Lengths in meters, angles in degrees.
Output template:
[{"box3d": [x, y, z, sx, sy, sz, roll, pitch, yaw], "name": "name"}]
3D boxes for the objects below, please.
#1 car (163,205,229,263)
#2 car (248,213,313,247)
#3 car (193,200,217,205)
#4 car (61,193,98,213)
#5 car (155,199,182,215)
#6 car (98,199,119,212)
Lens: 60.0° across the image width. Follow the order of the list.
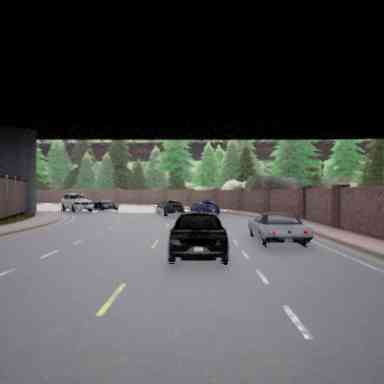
[{"box3d": [0.218, 1.466, 11.888, 1.882, 1.535, 5.008, 0, 0, 1], "name": "car"}, {"box3d": [3.761, 1.588, 15.025, 1.895, 1.301, 4.718, 0, 0, 1], "name": "car"}, {"box3d": [1.241, 1.494, 32.506, 1.812, 1.442, 4.674, 0, 0, -18], "name": "car"}, {"box3d": [-12.747, 1.177, 36.826, 2.150, 2.045, 5.566, 1, 0, -37], "name": "car"}, {"box3d": [-2.155, 1.473, 31.665, 1.837, 1.490, 4.892, 1, 0, -19], "name": "car"}, {"box3d": [-10.198, 1.519, 38.932, 1.994, 1.385, 4.181, 0, 0, -38], "name": "car"}]
